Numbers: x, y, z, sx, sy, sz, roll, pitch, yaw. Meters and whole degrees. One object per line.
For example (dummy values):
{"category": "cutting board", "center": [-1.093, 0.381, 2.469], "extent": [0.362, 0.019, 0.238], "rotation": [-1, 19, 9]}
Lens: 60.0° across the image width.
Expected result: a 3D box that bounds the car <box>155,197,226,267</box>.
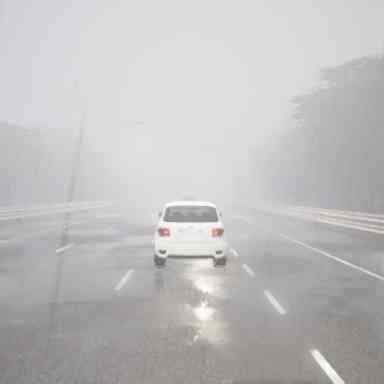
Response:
{"category": "car", "center": [-0.058, 1.336, 12.023], "extent": [2.150, 2.045, 5.566], "rotation": [0, -1, -1]}
